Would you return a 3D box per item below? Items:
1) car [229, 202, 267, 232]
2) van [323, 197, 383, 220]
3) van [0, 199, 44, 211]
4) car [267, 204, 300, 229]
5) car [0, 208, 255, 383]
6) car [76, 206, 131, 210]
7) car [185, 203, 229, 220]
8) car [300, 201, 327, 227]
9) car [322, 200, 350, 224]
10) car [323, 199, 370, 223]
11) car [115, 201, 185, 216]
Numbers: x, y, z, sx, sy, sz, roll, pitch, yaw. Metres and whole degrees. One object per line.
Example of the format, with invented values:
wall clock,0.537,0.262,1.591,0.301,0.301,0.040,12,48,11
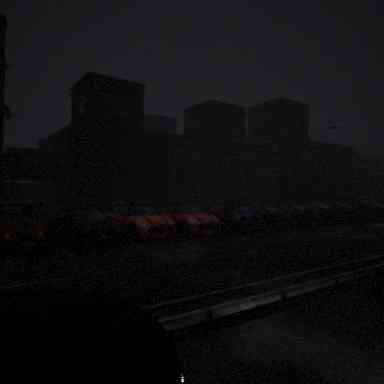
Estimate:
car,1.850,1.406,19.855,2.185,1.767,4.553,0,0,-36
van,13.217,1.389,27.872,1.878,1.987,4.442,0,0,-36
van,-7.073,1.259,13.373,1.878,1.987,4.442,0,0,-36
car,4.078,1.547,21.478,2.231,1.521,4.892,0,0,-36
car,-2.518,1.215,1.336,5.566,2.045,2.150,1,0,-36
car,-4.901,1.495,15.075,2.097,1.535,5.008,0,0,-36
car,-0.430,1.393,18.302,2.185,1.767,4.553,0,0,-36
car,6.322,1.562,23.081,2.231,1.521,4.892,0,0,-36
car,8.564,1.579,24.684,2.231,1.521,4.892,0,0,-36
car,10.807,1.596,26.286,2.231,1.521,4.892,0,0,-36
car,-2.673,1.380,16.699,2.185,1.767,4.553,0,0,-36
